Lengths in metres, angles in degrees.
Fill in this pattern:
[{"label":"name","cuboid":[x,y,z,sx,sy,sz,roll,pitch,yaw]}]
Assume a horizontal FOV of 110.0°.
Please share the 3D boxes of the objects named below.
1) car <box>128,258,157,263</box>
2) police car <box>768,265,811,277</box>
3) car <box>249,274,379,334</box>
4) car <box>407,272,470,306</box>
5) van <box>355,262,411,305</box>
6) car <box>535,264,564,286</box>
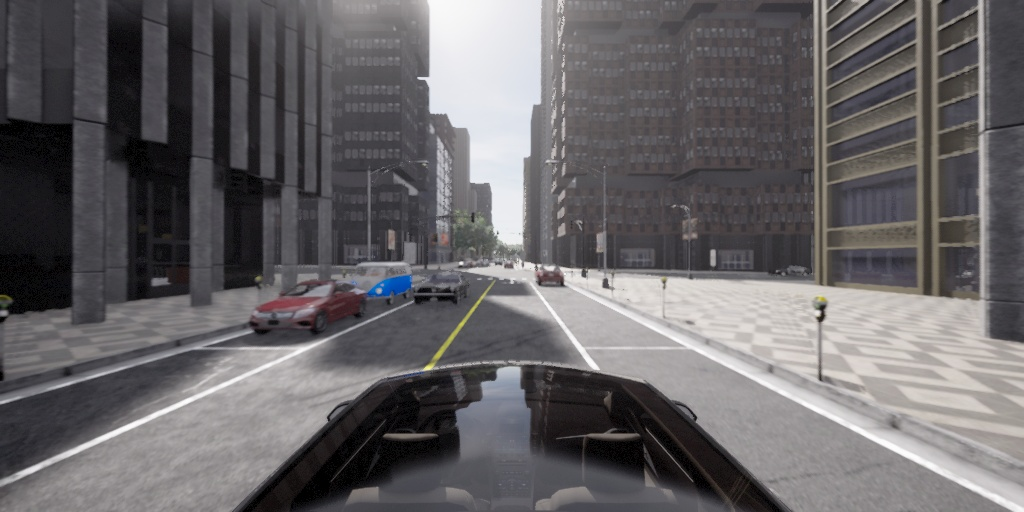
[{"label":"car","cuboid":[-44.987,0.920,43.461,5.357,1.411,2.033,1,0,0]},{"label":"police car","cuboid":[38.986,2.036,50.476,5.238,1.638,1.930,1,0,0]},{"label":"car","cuboid":[-5.767,1.381,10.756,1.802,1.307,4.207,0,0,0]},{"label":"car","cuboid":[-3.096,1.433,16.475,1.895,1.301,4.718,0,0,0]},{"label":"van","cuboid":[-5.768,1.171,16.198,1.690,1.789,3.998,0,0,0]},{"label":"car","cuboid":[2.754,1.332,27.084,1.967,1.591,4.097,0,0,0]}]
